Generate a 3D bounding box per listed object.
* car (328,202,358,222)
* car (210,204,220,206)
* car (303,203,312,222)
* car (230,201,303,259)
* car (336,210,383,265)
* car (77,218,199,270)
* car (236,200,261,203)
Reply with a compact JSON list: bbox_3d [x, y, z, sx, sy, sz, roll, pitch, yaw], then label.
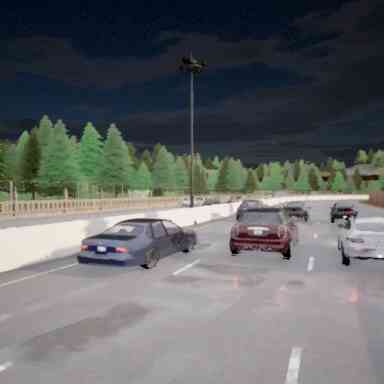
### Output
[{"bbox_3d":[11.956,1.566,26.240,1.837,1.490,4.892,0,0,22],"label":"car"},{"bbox_3d":[3.266,1.685,52.239,1.837,1.490,4.892,0,-1,22],"label":"car"},{"bbox_3d":[8.685,1.580,27.487,1.837,1.490,4.892,0,0,22],"label":"car"},{"bbox_3d":[3.025,1.391,13.188,2.097,1.767,4.553,0,0,22],"label":"car"},{"bbox_3d":[6.051,1.551,11.326,1.812,1.442,4.674,0,-1,22],"label":"car"},{"bbox_3d":[-1.498,1.594,11.335,2.033,1.411,5.357,0,0,22],"label":"car"},{"bbox_3d":[5.288,1.438,28.423,2.097,1.767,4.553,0,0,22],"label":"car"}]
